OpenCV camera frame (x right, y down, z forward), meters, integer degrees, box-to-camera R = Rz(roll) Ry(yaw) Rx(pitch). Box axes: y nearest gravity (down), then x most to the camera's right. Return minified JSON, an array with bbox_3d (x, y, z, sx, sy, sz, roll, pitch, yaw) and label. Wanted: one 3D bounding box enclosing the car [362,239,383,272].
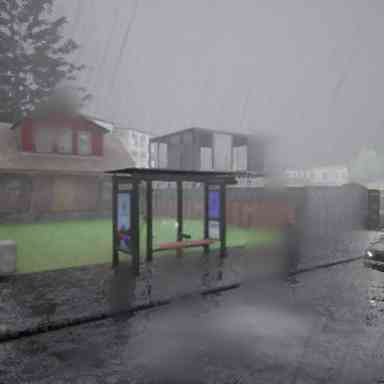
[{"bbox_3d":[7.135,1.521,9.606,5.357,1.411,2.033,0,0,-35],"label":"car"}]
